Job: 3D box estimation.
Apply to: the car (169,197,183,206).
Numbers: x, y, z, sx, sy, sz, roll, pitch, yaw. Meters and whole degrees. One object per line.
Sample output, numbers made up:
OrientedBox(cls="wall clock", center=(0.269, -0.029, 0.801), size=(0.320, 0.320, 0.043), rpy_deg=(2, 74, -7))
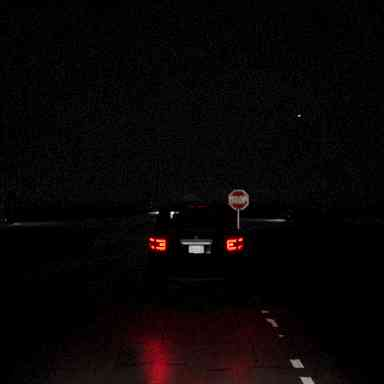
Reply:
OrientedBox(cls="car", center=(-2.788, 1.592, 58.686), size=(2.033, 1.411, 5.357), rpy_deg=(0, 0, 1))

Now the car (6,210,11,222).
OrientedBox(cls="car", center=(-15.424, 1.424, 23.602), size=(4.553, 1.767, 2.097), rpy_deg=(0, -1, -2))

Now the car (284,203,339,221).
OrientedBox(cls="car", center=(9.525, 1.568, 26.699), size=(4.181, 1.385, 1.994), rpy_deg=(0, -1, 1))

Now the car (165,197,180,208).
OrientedBox(cls="car", center=(-2.835, 1.513, 48.923), size=(1.882, 1.535, 5.008), rpy_deg=(0, 0, 0))

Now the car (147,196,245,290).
OrientedBox(cls="car", center=(0.098, 1.225, 9.238), size=(2.150, 2.045, 5.566), rpy_deg=(0, 0, 0))

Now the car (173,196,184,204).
OrientedBox(cls="car", center=(-2.761, 1.599, 69.177), size=(2.033, 1.411, 5.357), rpy_deg=(0, 0, 0))

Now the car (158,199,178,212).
OrientedBox(cls="car", center=(-2.839, 1.590, 40.091), size=(1.994, 1.385, 4.181), rpy_deg=(0, 0, 0))
